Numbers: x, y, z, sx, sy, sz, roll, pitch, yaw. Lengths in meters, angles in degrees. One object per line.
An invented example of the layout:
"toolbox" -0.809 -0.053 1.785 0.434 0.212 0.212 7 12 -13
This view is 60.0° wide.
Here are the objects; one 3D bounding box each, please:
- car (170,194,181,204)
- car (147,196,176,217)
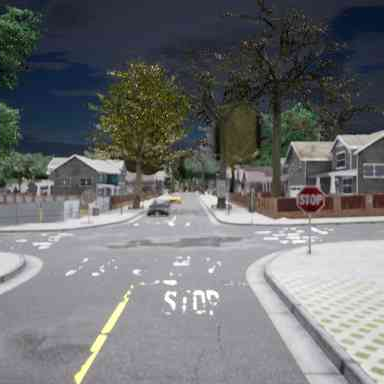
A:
"car" -2.753 1.026 52.983 1.882 1.535 5.008 0 1 0
"car" -2.759 1.369 29.136 2.033 1.411 5.357 0 1 0
